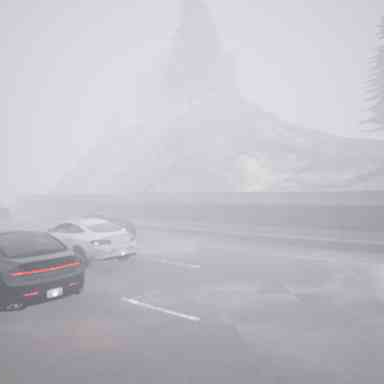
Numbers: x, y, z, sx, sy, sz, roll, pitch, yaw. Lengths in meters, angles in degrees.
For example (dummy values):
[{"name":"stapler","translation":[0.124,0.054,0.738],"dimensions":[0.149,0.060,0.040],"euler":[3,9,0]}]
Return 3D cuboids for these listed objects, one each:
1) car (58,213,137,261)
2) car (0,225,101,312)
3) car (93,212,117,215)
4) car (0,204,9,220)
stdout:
[{"name":"car","translation":[-3.880,1.647,11.648],"dimensions":[4.674,1.442,1.812],"euler":[-1,-1,40]},{"name":"car","translation":[-4.373,1.595,7.534],"dimensions":[4.892,1.490,1.837],"euler":[-1,-1,39]},{"name":"car","translation":[-4.740,1.736,17.026],"dimensions":[4.181,1.385,1.994],"euler":[-1,-1,41]},{"name":"car","translation":[-18.915,1.859,31.823],"dimensions":[1.882,1.535,5.008],"euler":[0,-1,-40]}]
